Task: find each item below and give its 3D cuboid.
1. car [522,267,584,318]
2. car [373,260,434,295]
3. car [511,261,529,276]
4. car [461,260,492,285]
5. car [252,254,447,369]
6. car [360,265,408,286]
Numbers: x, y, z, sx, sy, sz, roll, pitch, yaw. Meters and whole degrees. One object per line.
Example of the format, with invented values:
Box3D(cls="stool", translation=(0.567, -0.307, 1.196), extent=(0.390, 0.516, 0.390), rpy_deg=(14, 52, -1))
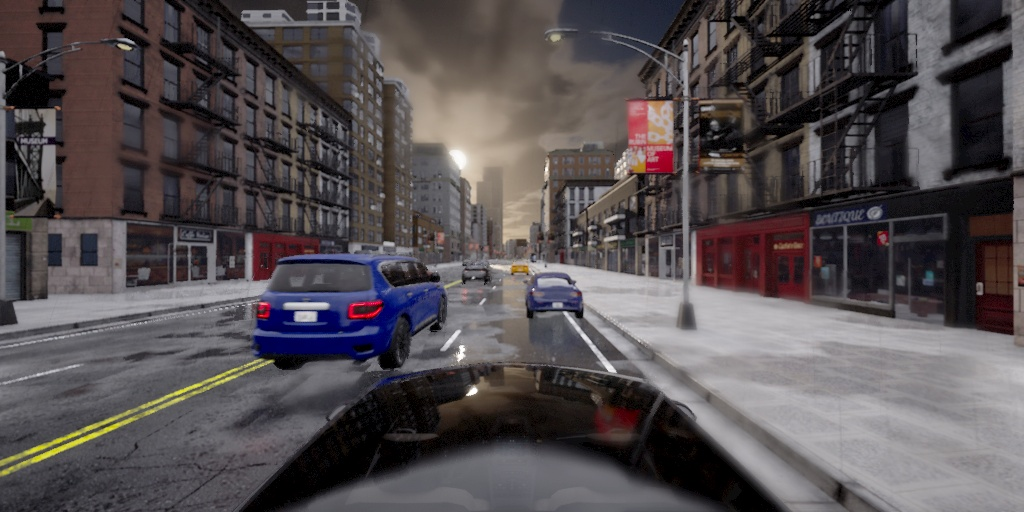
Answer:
Box3D(cls="car", translation=(1.405, 1.302, 12.935), extent=(1.812, 1.442, 4.674), rpy_deg=(0, 0, 1))
Box3D(cls="car", translation=(-6.164, 1.150, 21.020), extent=(2.097, 1.767, 4.553), rpy_deg=(0, 0, 1))
Box3D(cls="car", translation=(0.888, 1.310, 39.475), extent=(1.882, 1.535, 5.008), rpy_deg=(0, 0, 1))
Box3D(cls="car", translation=(-2.585, 1.300, 27.051), extent=(2.128, 1.511, 4.902), rpy_deg=(0, 0, 1))
Box3D(cls="car", translation=(-2.987, 0.989, 7.970), extent=(2.150, 2.045, 5.566), rpy_deg=(0, 0, 1))
Box3D(cls="car", translation=(-9.300, 1.375, 26.451), extent=(1.994, 1.385, 4.181), rpy_deg=(0, 0, 1))
